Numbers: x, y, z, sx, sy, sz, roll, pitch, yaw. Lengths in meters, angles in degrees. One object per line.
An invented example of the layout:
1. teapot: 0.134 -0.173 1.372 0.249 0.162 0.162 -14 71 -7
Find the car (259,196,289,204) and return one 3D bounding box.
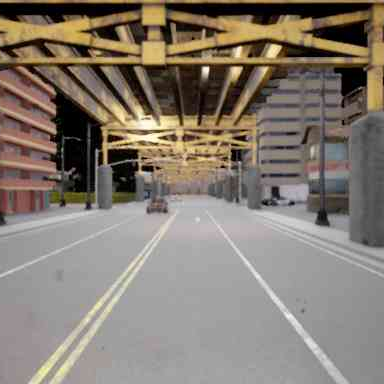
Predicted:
1. car: 13.617 1.281 55.150 4.536 1.218 1.853 0 0 25

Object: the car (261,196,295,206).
1. car: 13.245 1.450 51.013 4.974 1.542 2.038 0 0 -20

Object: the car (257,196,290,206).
1. car: 13.570 1.439 55.172 4.974 1.542 2.038 0 0 25

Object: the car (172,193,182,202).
1. car: -3.525 1.154 75.759 2.150 2.045 5.566 0 0 0

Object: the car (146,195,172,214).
1. car: -3.577 1.392 35.240 2.097 1.767 4.553 0 0 0

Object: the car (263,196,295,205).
1. car: 13.294 1.293 51.031 4.536 1.218 1.853 0 0 -20
